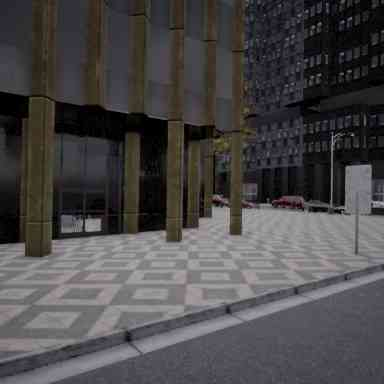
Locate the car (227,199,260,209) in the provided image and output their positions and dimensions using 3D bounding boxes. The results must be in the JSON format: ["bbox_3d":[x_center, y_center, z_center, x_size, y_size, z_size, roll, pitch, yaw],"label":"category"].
[{"bbox_3d":[6.859,1.570,42.837,1.802,1.307,4.206,1,-1,-35],"label":"car"}]

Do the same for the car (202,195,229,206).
[{"bbox_3d":[4.256,1.511,61.269,2.192,1.841,5.009,1,-1,-35],"label":"car"}]

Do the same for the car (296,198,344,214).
[{"bbox_3d":[13.233,1.540,33.840,1.947,1.339,4.313,1,-1,-35],"label":"car"}]

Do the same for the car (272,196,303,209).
[{"bbox_3d":[13.814,1.487,47.773,2.192,1.841,5.009,1,-1,-35],"label":"car"}]

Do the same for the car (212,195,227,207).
[{"bbox_3d":[3.677,1.311,47.340,2.192,1.841,5.009,1,-1,-35],"label":"car"}]

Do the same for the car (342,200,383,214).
[{"bbox_3d":[20.183,1.708,38.773,2.008,1.369,4.403,1,-1,-35],"label":"car"}]

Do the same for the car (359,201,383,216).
[{"bbox_3d":[16.419,1.518,29.341,2.008,1.369,4.403,1,-1,-35],"label":"car"}]
